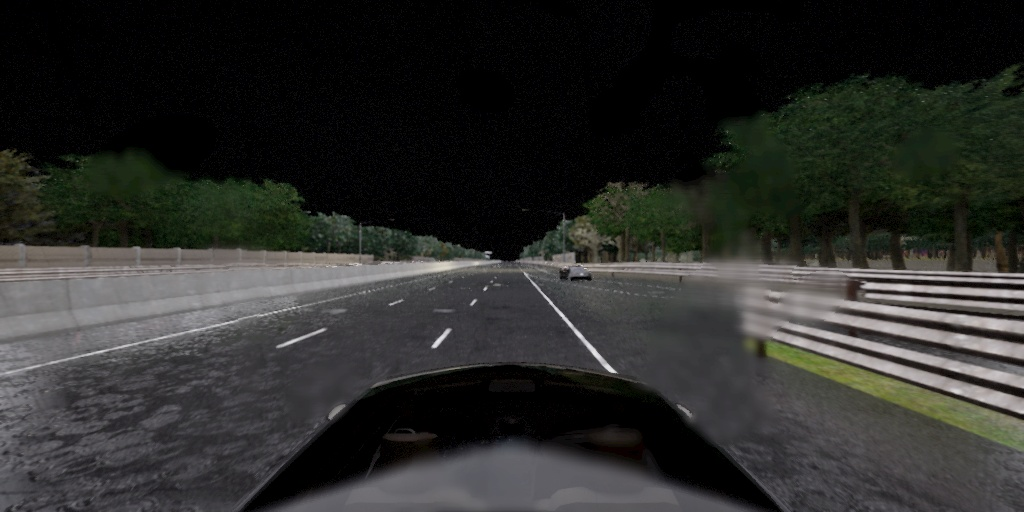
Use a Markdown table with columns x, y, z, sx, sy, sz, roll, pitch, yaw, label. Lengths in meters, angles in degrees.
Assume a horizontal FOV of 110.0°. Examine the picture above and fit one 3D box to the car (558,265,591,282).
| x | y | z | sx | sy | sz | roll | pitch | yaw | label |
| --- | --- | --- | --- | --- | --- | --- | --- | --- | --- |
| 5.542 | 1.542 | 32.347 | 1.994 | 1.385 | 4.181 | -2 | 0 | -11 | car |
